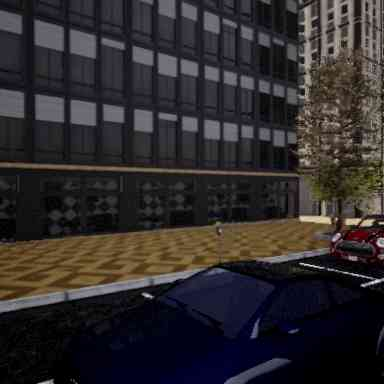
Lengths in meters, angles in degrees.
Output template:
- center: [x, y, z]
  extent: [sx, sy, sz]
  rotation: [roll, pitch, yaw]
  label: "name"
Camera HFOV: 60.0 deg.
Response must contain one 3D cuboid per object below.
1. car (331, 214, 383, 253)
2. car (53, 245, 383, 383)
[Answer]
- center: [6.457, 1.474, 11.163]
  extent: [4.097, 1.590, 1.967]
  rotation: [0, -1, -35]
  label: "car"
- center: [0.662, 1.571, 3.848]
  extent: [4.181, 1.385, 1.994]
  rotation: [0, 0, -35]
  label: "car"
